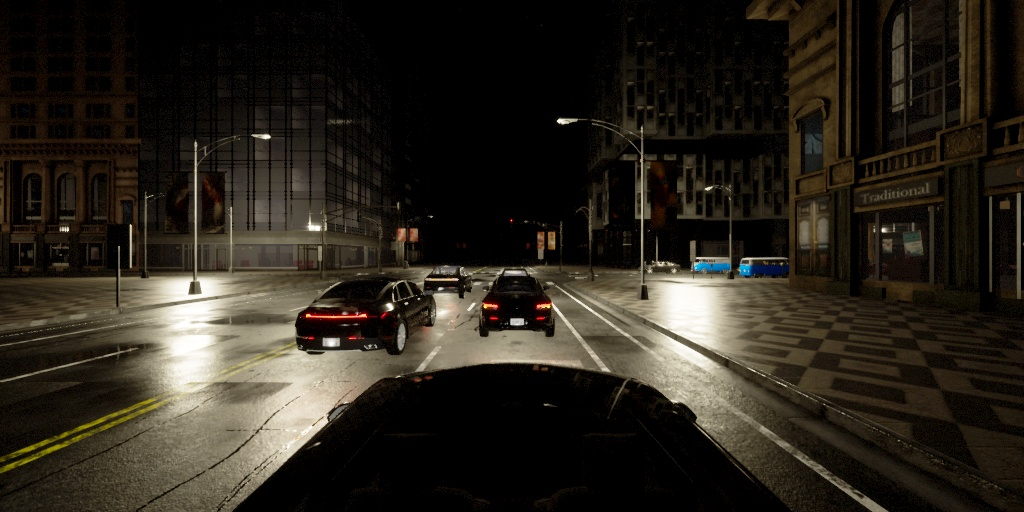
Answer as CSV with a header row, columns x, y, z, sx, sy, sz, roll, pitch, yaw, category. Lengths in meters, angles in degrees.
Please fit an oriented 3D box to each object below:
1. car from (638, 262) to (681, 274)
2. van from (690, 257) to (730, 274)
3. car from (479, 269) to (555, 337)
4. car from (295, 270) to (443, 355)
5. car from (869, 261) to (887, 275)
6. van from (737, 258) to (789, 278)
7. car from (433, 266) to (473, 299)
x,y,z,sx,sy,sz,roll,pitch,yaw,category
15.985,1.263,38.898,4.403,1.370,2.007,0,0,0,car
21.604,1.042,38.857,3.998,1.789,1.690,0,0,0,van
0.124,1.276,10.147,1.812,1.442,4.674,0,0,0,car
-3.133,1.255,8.652,1.837,1.490,4.892,0,0,0,car
32.781,1.252,30.251,4.207,1.307,1.802,0,0,0,car
21.544,1.032,30.332,3.998,1.789,1.690,0,0,0,van
-3.104,1.241,18.067,2.128,1.511,4.902,0,0,0,car
